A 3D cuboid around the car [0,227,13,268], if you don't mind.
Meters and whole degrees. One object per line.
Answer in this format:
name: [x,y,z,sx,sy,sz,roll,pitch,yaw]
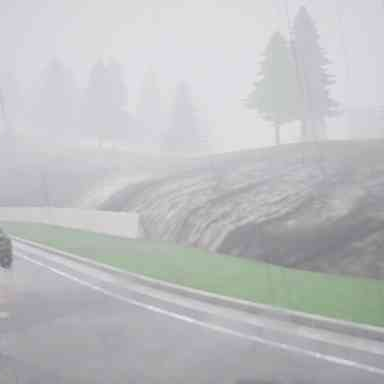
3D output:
car: [-7.390,1.634,10.949,1.837,1.490,4.892,0,0,-43]
